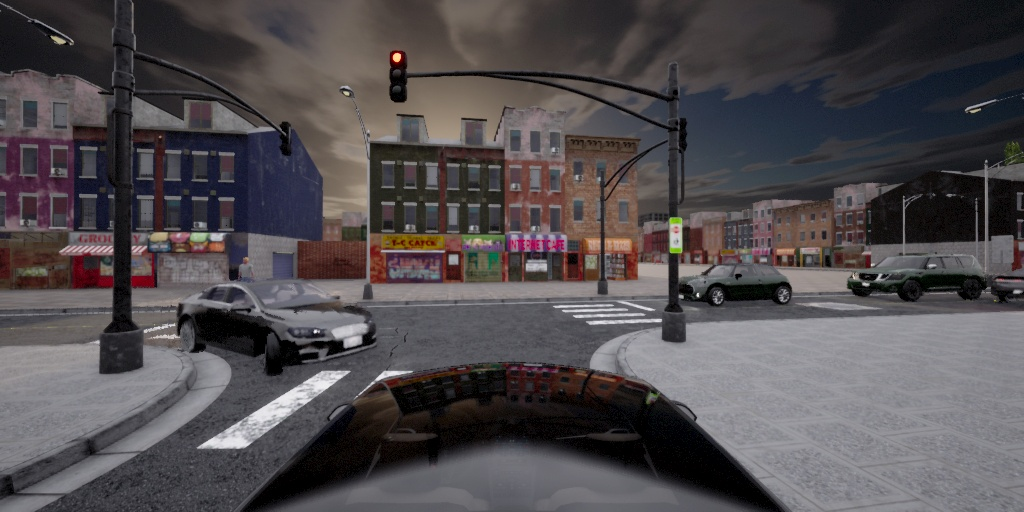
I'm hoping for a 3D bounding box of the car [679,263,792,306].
[{"bbox_3d":[9.178,1.083,15.164,4.553,1.767,2.097,0,0,-10],"label":"car"}]

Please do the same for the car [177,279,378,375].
[{"bbox_3d":[-4.948,1.242,7.448,4.902,1.511,2.128,0,0,28],"label":"car"}]

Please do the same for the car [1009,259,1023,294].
[{"bbox_3d":[28.627,1.034,18.197,4.553,1.767,2.097,0,0,-8],"label":"car"}]

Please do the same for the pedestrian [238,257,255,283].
[{"bbox_3d":[-11.105,0.945,14.964,0.375,1.860,0.375,0,0,-9],"label":"pedestrian"}]

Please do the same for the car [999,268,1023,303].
[{"bbox_3d":[21.893,1.174,14.203,4.902,1.511,2.128,0,0,-9],"label":"car"}]

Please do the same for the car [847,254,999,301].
[{"bbox_3d":[18.779,0.928,16.698,5.566,2.045,2.150,0,0,-9],"label":"car"}]
